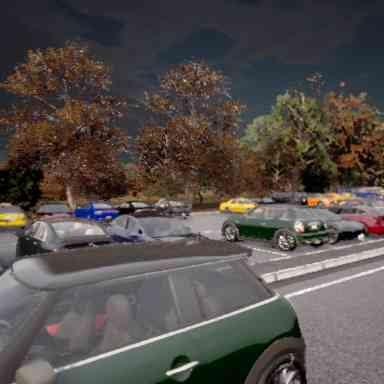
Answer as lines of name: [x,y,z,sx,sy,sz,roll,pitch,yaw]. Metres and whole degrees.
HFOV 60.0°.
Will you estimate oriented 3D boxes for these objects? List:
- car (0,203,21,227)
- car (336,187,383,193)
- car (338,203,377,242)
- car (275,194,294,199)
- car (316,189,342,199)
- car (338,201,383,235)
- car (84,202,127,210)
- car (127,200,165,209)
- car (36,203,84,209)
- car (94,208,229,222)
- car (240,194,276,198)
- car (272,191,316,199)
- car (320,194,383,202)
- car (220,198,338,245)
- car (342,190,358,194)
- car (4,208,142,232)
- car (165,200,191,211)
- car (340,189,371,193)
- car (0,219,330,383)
car: [-11.237,1.421,20.053,1.946,1.575,5.366,1,0,-35]
car: [20.824,0.469,42.280,2.435,2.045,5.566,-2,1,-35]
car: [5.572,1.431,15.604,2.163,1.488,4.792,-1,0,-35]
car: [7.023,1.219,32.641,2.097,1.535,5.008,-1,1,-35]
car: [13.856,0.875,37.465,2.185,1.767,4.553,-2,1,-35]
car: [7.821,1.401,17.253,2.163,1.488,4.792,-1,1,-35]
car: [-6.668,1.427,23.025,2.097,1.535,5.008,0,0,-35]
car: [-4.384,1.414,24.627,2.097,1.535,5.008,0,0,-35]
car: [-8.939,1.461,21.402,2.163,1.488,4.792,0,0,-35]
car: [-1.280,1.473,10.798,2.163,1.488,4.792,0,0,-35]
car: [4.850,1.273,30.883,1.946,1.575,5.366,-1,1,-35]
car: [9.288,0.903,34.257,2.435,2.045,5.566,-2,1,-35]
car: [10.100,1.207,18.854,2.185,1.767,4.553,-1,1,-35]
car: [3.290,1.299,14.001,2.185,1.767,4.553,0,0,-35]
car: [16.160,0.912,39.036,2.097,1.535,5.008,-2,1,-35]
car: [-3.569,1.436,9.221,2.231,1.521,4.892,0,0,-35]
car: [-1.995,1.392,26.302,2.231,1.521,4.892,0,0,-35]
car: [18.430,0.811,40.861,1.946,1.575,5.366,-2,1,-35]
car: [-1.084,1.346,2.910,4.553,1.767,2.097,-1,0,-36]
